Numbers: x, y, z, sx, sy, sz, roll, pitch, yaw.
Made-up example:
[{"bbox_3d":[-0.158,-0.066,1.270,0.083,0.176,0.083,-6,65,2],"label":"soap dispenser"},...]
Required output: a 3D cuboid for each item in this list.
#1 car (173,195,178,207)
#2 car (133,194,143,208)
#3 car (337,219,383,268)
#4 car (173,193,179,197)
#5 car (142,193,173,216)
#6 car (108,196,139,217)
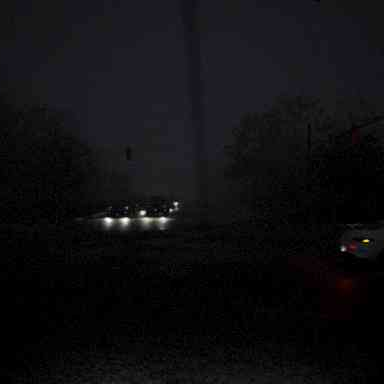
[{"bbox_3d":[-3.591,1.573,47.703,2.033,1.411,5.357,0,1,0],"label":"car"},{"bbox_3d":[-7.094,1.303,45.286,2.150,2.045,5.566,0,1,0],"label":"car"},{"bbox_3d":[6.984,1.531,10.288,4.674,1.442,1.812,0,0,0],"label":"car"},{"bbox_3d":[-3.552,1.034,62.053,1.837,1.490,4.892,0,4,0],"label":"car"},{"bbox_3d":[-3.600,1.414,35.793,2.150,2.045,5.566,0,0,0],"label":"car"},{"bbox_3d":[-7.101,1.549,33.892,2.097,1.767,4.553,0,0,0],"label":"car"}]
